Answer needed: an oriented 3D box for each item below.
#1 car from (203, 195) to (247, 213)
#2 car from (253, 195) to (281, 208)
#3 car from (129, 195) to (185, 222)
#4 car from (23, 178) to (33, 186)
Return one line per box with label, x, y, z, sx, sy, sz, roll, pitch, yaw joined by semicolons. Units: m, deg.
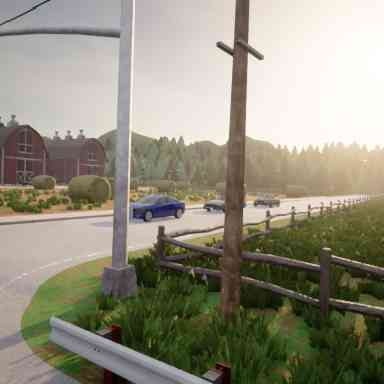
car;3.063;0.997;29.461;2.033;1.411;5.357;3;2;33
car;8.582;0.997;37.814;1.994;1.385;4.181;3;2;33
car;-2.379;0.943;21.201;1.882;1.535;5.008;3;2;33
car;-38.908;-2.329;79.373;1.905;1.878;3.866;8;2;-13
